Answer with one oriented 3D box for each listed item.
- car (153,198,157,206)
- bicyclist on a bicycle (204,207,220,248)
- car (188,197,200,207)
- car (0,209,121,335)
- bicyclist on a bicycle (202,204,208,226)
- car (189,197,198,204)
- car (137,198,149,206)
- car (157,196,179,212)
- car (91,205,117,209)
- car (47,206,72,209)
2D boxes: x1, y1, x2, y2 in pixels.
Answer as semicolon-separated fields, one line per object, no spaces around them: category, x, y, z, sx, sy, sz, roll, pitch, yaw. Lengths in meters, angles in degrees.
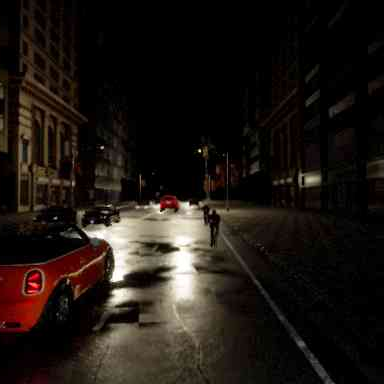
car;-6.223;1.778;64.648;2.097;1.767;4.553;0;0;1
bicyclist on a bicycle;0.960;1.578;14.318;0.582;1.620;1.656;0;-1;0
car;0.361;1.921;61.250;1.837;1.490;4.892;0;0;1
car;-3.120;1.414;6.990;2.097;1.767;4.553;0;0;0
bicyclist on a bicycle;1.003;1.653;23.485;0.582;1.620;1.656;0;-1;0
car;0.373;1.966;78.547;1.882;1.535;5.008;0;0;0
car;-9.471;1.902;64.586;1.882;1.535;5.008;0;0;1
car;-2.941;1.557;44.318;2.150;2.045;5.566;0;0;0
car;-6.486;1.694;24.071;2.128;1.511;4.902;0;0;0
car;-9.737;1.728;24.110;1.812;1.442;4.674;0;0;0
